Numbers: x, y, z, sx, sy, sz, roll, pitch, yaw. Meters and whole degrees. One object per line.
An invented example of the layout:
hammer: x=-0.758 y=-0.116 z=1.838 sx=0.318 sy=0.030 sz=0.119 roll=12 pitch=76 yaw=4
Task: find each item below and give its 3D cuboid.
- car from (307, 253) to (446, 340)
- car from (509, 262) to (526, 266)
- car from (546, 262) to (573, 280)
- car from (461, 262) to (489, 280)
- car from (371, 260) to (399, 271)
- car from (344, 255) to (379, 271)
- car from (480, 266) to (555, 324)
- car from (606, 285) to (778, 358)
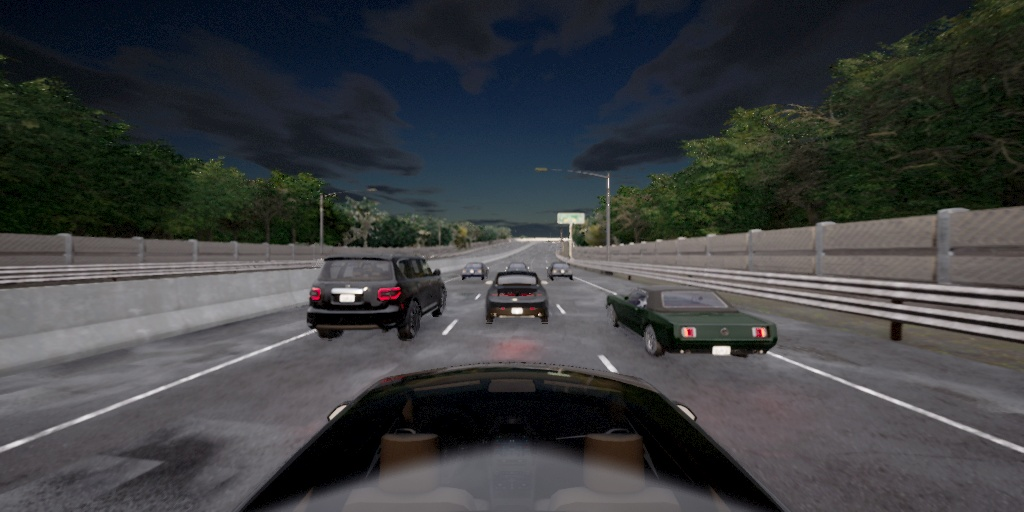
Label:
car: x=-3.358 y=0.952 z=10.037 sx=2.150 sy=2.045 sz=5.566 roll=0 pitch=0 yaw=0
car: x=0.462 y=1.236 z=30.009 sx=2.033 sy=1.411 sz=5.357 roll=0 pitch=0 yaw=1
car: x=3.967 y=1.238 z=30.139 sx=2.033 sy=1.411 sz=5.357 roll=0 pitch=0 yaw=1
car: x=-3.034 y=1.233 z=30.097 sx=2.033 sy=1.411 sz=5.357 roll=0 pitch=0 yaw=1
car: x=-16.671 y=1.234 z=47.272 sx=1.895 sy=1.301 sz=4.718 roll=0 pitch=0 yaw=3
car: x=-20.126 y=0.851 z=48.282 sx=2.150 sy=2.045 sz=5.566 roll=0 pitch=0 yaw=3
car: x=0.160 y=1.231 z=11.930 sx=1.837 sy=1.490 sz=4.892 roll=0 pitch=0 yaw=0
car: x=3.630 y=1.338 z=8.399 sx=1.895 sy=1.301 sz=4.718 roll=0 pitch=0 yaw=0
